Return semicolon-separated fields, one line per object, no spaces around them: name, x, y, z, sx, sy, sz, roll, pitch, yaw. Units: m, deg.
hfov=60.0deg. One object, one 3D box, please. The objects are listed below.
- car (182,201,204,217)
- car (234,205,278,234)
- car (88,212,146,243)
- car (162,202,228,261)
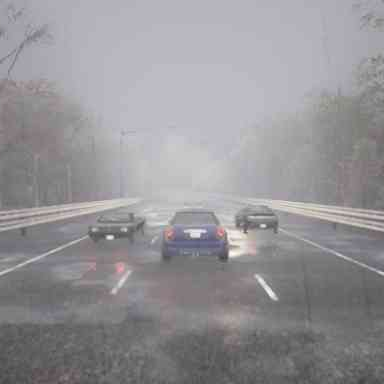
car;0.086;1.572;32.083;1.895;1.301;4.718;0;0;0
car;3.595;1.479;19.183;2.128;1.511;4.902;0;0;0
car;-3.402;1.592;16.050;1.895;1.301;4.718;0;0;0
car;0.099;1.345;12.374;2.097;1.767;4.553;0;0;0
